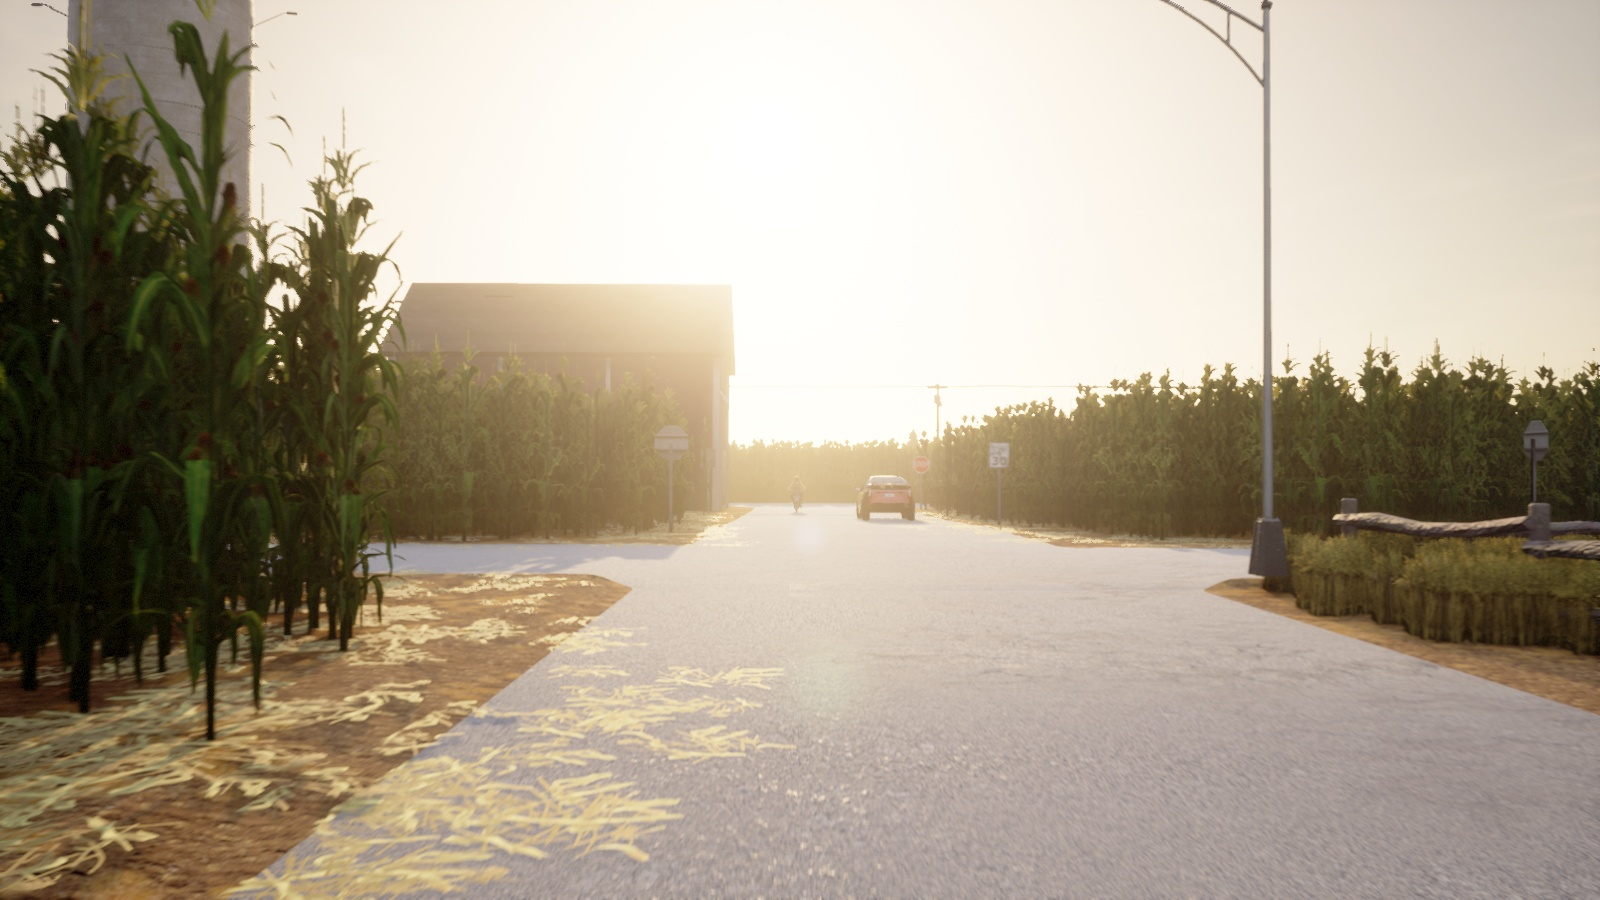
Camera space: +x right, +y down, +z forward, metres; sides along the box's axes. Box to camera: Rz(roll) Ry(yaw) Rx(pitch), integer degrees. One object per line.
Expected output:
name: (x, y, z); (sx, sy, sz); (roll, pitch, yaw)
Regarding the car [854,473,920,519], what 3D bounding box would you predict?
car: (2.993, 1.612, 44.171); (2.007, 1.525, 4.514); (0, -2, 0)
